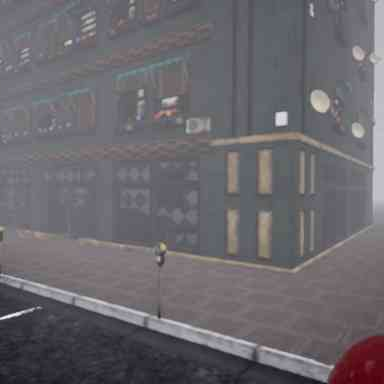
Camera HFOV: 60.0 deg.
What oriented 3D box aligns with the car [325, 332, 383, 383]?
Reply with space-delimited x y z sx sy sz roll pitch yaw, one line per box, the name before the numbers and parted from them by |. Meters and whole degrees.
car | 2.864 1.297 0.809 5.009 1.841 2.192 -1 1 36
